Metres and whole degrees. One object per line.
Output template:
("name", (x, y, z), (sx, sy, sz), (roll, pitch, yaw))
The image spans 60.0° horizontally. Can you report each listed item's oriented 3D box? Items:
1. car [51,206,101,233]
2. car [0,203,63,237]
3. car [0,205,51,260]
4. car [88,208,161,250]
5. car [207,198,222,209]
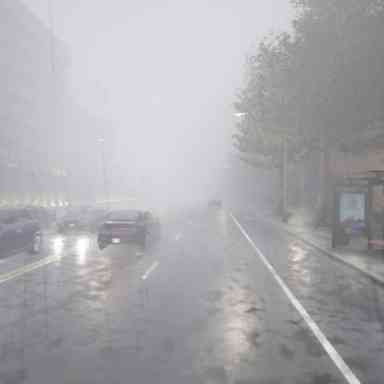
("car", (-5.905, 1.487, 18.692), (1.994, 1.385, 4.181), (1, 0, 4))
("car", (-9.426, 1.421, 18.536), (2.033, 1.411, 5.357), (1, 0, 4))
("car", (-6.498, 1.264, 10.076), (2.097, 1.767, 4.553), (1, 0, 4))
("car", (-2.518, 1.474, 14.182), (1.837, 1.490, 4.892), (1, 0, 4))
("car", (3.258, 1.567, 47.502), (1.837, 1.490, 4.892), (1, 0, 4))
